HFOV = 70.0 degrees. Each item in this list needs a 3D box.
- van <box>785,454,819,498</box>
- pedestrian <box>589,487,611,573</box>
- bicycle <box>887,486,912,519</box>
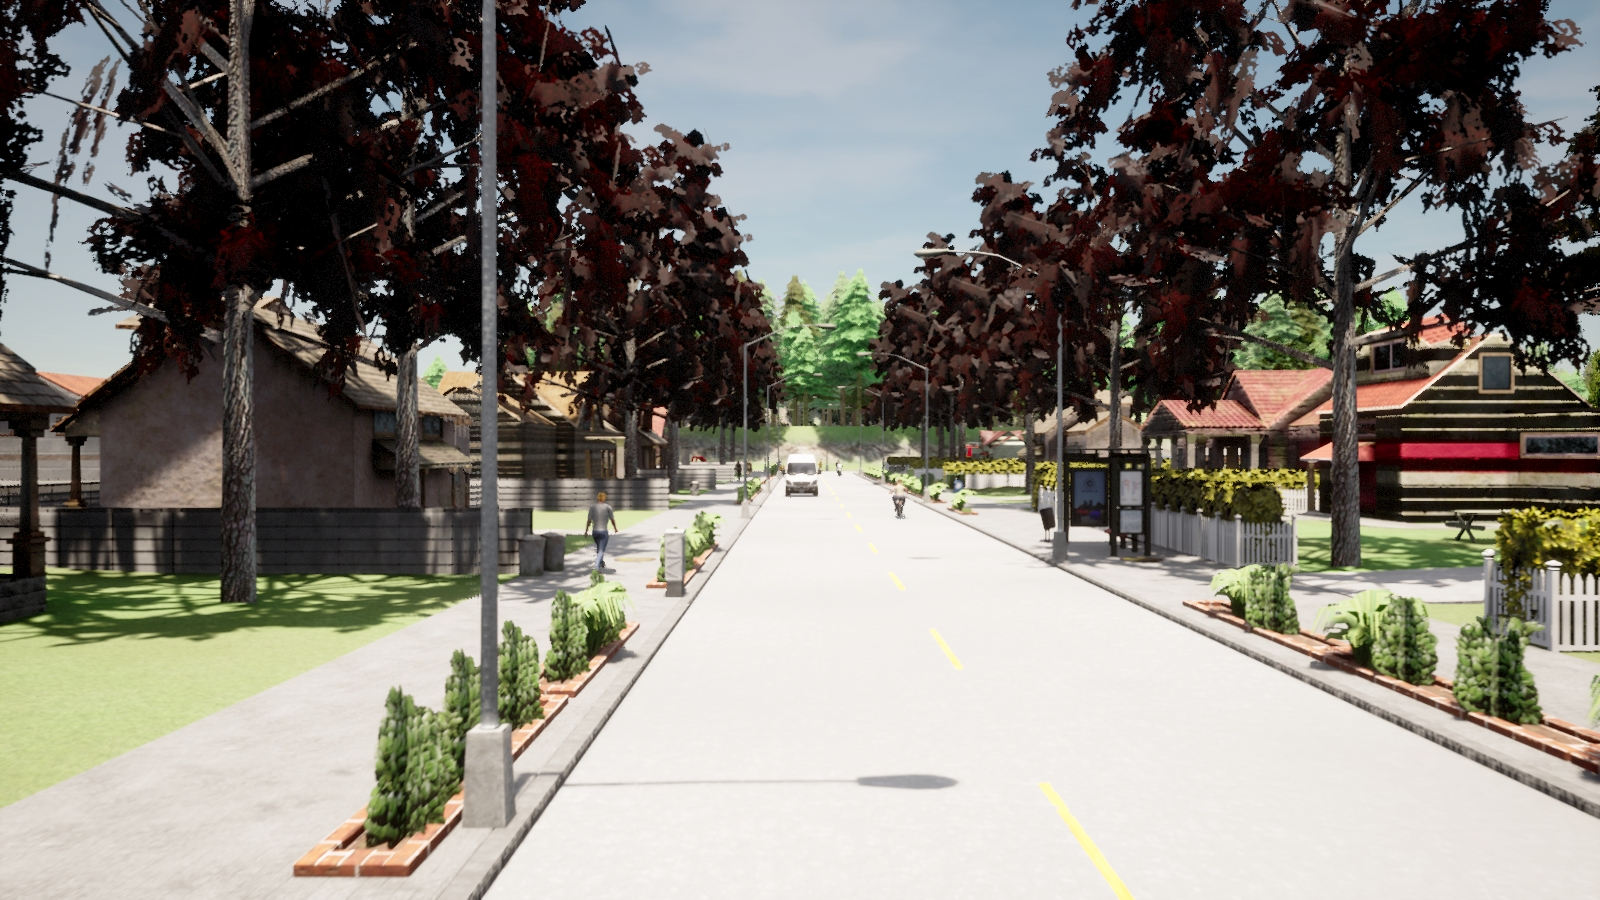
[{"bbox_3d":[0.107,1.534,69.266,1.988,2.561,5.915,0,0,0],"label":"van"},{"bbox_3d":[-4.363,1.743,24.945,0.375,1.860,0.375,0,0,5],"label":"pedestrian"},{"bbox_3d":[4.085,2.158,46.999,0.859,1.276,1.487,0,0,0],"label":"bicycle"}]
